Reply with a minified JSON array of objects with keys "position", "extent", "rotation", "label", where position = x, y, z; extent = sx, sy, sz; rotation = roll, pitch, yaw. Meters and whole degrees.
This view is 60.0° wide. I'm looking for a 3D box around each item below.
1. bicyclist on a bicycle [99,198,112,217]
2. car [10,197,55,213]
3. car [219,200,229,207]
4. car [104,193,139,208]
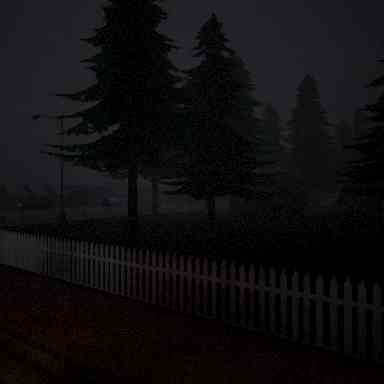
[{"position":[-7.200,1.302,27.864],"extent":[1.656,1.620,0.582],"rotation":[0,0,34],"label":"bicyclist on a bicycle"},{"position":[-18.052,1.352,37.661],"extent":[2.097,1.767,4.553],"rotation":[0,0,34],"label":"car"},{"position":[4.278,1.221,51.479],"extent":[2.150,2.045,5.566],"rotation":[0,0,34],"label":"car"},{"position":[-10.275,1.223,49.080],"extent":[2.150,2.045,5.566],"rotation":[0,0,34],"label":"car"}]
